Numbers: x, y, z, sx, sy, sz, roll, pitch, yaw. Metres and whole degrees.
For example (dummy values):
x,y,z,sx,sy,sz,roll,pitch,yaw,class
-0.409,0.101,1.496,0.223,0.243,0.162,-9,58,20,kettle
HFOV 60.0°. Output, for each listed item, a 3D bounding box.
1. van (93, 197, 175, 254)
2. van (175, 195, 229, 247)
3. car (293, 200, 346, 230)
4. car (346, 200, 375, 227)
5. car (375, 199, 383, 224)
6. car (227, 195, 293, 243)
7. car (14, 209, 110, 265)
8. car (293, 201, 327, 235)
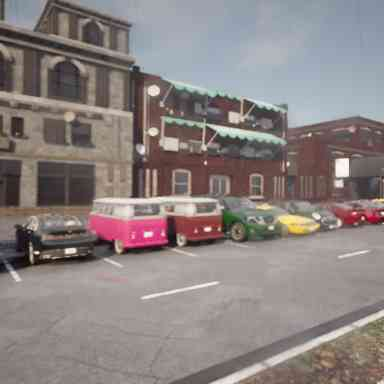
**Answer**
x,y,z,sx,sy,sz,roll,pitch,yaw,class
-2.785,1.242,13.536,1.878,1.987,4.442,0,0,-35,van
-0.616,1.231,15.064,1.878,1.987,4.442,0,0,-35,van
6.242,1.289,19.809,2.185,1.767,4.553,0,0,-35,car
8.532,1.397,21.384,2.097,1.535,5.008,0,0,-35,car
10.782,1.408,23.018,2.163,1.488,4.792,0,0,-35,car
1.836,1.192,16.618,2.435,2.045,5.566,0,0,-35,car
-4.987,1.477,11.831,2.231,1.521,4.892,-1,0,-35,car
4.199,1.427,18.099,1.946,1.575,5.366,0,0,-35,car
